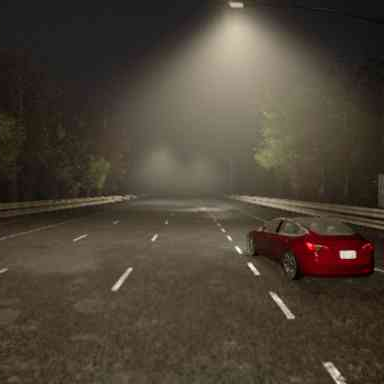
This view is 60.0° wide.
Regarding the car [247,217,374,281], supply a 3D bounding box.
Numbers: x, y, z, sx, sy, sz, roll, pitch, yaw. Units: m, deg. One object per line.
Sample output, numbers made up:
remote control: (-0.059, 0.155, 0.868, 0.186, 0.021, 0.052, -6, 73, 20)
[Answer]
car: (3.159, 1.443, 9.809, 2.163, 1.488, 4.792, 0, 0, -9)
